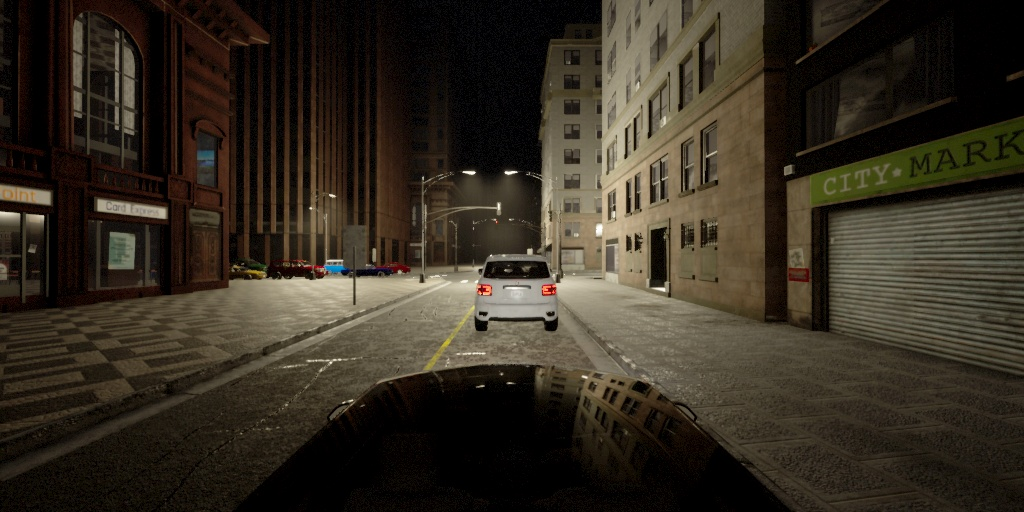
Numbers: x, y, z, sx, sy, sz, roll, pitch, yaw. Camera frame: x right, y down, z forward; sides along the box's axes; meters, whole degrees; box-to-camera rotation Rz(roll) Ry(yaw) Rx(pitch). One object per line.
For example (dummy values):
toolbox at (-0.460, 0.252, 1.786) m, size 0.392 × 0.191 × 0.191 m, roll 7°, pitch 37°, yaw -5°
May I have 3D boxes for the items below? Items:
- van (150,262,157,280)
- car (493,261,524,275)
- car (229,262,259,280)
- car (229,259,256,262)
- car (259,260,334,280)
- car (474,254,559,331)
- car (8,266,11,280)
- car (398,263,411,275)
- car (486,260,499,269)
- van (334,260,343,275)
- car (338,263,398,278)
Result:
van at (-30.857, 1.435, 32.831) m, size 3.998 × 1.789 × 1.690 m, roll 0°, pitch 0°, yaw 0°
car at (-0.474, 1.288, 39.912) m, size 1.812 × 1.442 × 4.674 m, roll -1°, pitch 0°, yaw -24°
car at (-25.063, 1.552, 32.807) m, size 4.829 × 1.417 × 1.751 m, roll 0°, pitch 0°, yaw 0°
car at (-26.549, 1.278, 35.388) m, size 5.566 × 2.045 × 2.150 m, roll -1°, pitch 0°, yaw 0°
car at (-19.609, 1.273, 32.785) m, size 5.009 × 1.841 × 2.192 m, roll 0°, pitch 0°, yaw 0°
car at (0.104, 0.974, 11.090) m, size 2.150 × 2.045 × 5.566 m, roll 0°, pitch 0°, yaw 0°
car at (-47.730, 1.848, 32.898) m, size 4.403 × 1.370 × 2.007 m, roll 0°, pitch 0°, yaw 0°
car at (-13.960, 1.477, 41.288) m, size 4.507 × 1.381 × 1.888 m, roll 0°, pitch 0°, yaw 0°
car at (-3.055, 1.338, 57.063) m, size 1.895 × 1.301 × 4.718 m, roll 0°, pitch 0°, yaw 0°
van at (-19.584, 1.340, 41.311) m, size 3.998 × 1.789 × 1.690 m, roll 0°, pitch 0°, yaw 0°
car at (-14.131, 1.506, 35.335) m, size 4.718 × 1.301 × 1.895 m, roll -1°, pitch 0°, yaw 0°
